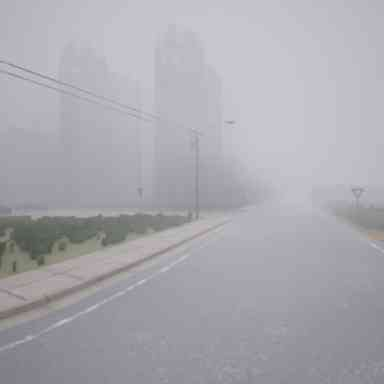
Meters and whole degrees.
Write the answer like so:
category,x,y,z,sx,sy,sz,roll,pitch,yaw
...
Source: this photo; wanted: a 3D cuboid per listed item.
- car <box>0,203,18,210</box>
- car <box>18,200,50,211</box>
category,x,y,z,sx,sy,sz,roll,pitch,yaw
car,-21.532,1.730,35.441,2.242,1.667,4.611,0,0,16
car,-20.872,1.800,43.363,4.674,1.442,1.812,-1,0,16
